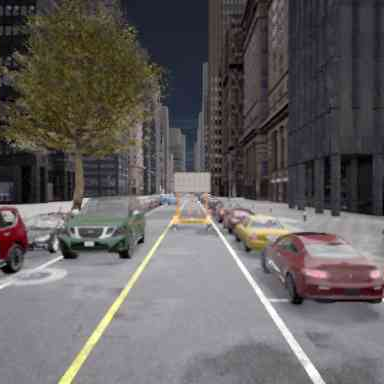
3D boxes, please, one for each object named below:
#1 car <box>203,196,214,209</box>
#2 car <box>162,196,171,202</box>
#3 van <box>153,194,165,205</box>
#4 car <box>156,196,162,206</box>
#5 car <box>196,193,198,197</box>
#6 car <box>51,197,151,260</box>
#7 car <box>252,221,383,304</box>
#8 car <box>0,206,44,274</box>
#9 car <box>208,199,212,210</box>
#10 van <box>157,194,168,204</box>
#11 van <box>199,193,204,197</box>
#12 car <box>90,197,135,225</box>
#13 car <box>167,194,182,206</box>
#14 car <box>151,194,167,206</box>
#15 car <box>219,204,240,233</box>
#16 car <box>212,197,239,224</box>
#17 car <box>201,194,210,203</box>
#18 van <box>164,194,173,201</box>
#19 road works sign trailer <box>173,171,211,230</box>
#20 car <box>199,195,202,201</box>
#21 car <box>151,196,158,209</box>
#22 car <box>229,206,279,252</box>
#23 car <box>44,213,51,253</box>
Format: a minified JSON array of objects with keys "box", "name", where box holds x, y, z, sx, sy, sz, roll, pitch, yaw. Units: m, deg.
[{"box":[2.770,1.546,41.876,2.008,1.369,4.403,0,0,0],"name":"car"},{"box":[-5.748,1.587,75.934,1.802,1.307,4.206,0,0,0],"name":"car"},{"box":[-5.752,1.340,58.902,1.690,1.788,3.998,0,0,0],"name":"van"},{"box":[-5.754,1.578,47.547,1.802,1.307,4.206,0,0,0],"name":"car"},{"box":[2.779,1.451,87.297,1.967,1.590,4.097,0,0,0],"name":"car"},{"box":[-3.097,1.218,12.799,2.150,2.045,5.566,0,0,0],"name":"car"},{"box":[2.764,1.579,7.810,1.802,1.307,4.206,0,0,0],"name":"car"},{"box":[-5.762,1.312,7.805,2.192,1.841,5.009,0,0,0],"name":"car"},{"box":[2.768,1.560,30.521,1.947,1.339,4.313,0,0,0],"name":"car"},{"box":[-5.751,1.342,64.579,1.690,1.788,3.998,0,0,0],"name":"van"},{"box":[2.774,1.341,64.587,1.690,1.788,3.998,0,0,0],"name":"van"},{"box":[-5.758,1.309,24.836,2.192,1.841,5.009,0,0,0],"name":"car"},{"box":[-3.044,1.524,55.191,1.812,1.442,4.674,0,0,0],"name":"car"},{"box":[-5.753,1.313,53.224,2.192,1.841,5.009,0,0,0],"name":"car"},{"box":[2.766,1.577,19.166,1.802,1.307,4.206,0,0,0],"name":"car"},{"box":[2.767,1.434,24.843,1.967,1.590,4.097,0,0,0],"name":"car"},{"box":[2.771,1.436,47.553,1.967,1.590,4.097,0,0,0],"name":"car"},{"box":[-5.748,1.349,81.612,1.690,1.788,3.998,0,0,0],"name":"van"},{"box":[0.005,0.459,20.899,2.380,3.560,2.880,0,0,0],"name":"road works sign trailer"},{"box":[2.774,1.549,58.909,2.008,1.369,4.403,0,0,0],"name":"car"},{"box":[-5.755,1.578,41.869,1.802,1.307,4.206,0,0,0],"name":"car"},{"box":[2.765,1.521,13.658,1.752,1.417,4.829,0,0,0],"name":"car"},{"box":[-5.760,1.547,13.482,2.008,1.369,4.403,0,0,0],"name":"car"}]
